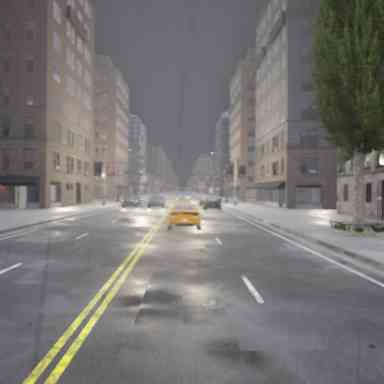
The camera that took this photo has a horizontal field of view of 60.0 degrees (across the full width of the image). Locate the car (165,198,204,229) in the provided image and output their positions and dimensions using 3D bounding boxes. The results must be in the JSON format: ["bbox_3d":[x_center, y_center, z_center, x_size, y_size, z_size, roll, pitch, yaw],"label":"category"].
[{"bbox_3d":[-0.481,1.394,20.880,1.882,1.535,5.008,0,0,-1],"label":"car"}]

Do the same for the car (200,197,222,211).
[{"bbox_3d":[2.309,1.347,38.832,1.882,1.535,5.008,0,0,-1],"label":"car"}]

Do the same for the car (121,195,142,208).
[{"bbox_3d":[-7.713,1.122,42.799,2.097,1.767,4.553,0,0,-1],"label":"car"}]

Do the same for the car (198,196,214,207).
[{"bbox_3d":[1.956,1.374,48.644,2.033,1.411,5.357,0,0,-1],"label":"car"}]

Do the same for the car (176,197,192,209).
[{"bbox_3d":[-1.068,1.422,43.666,1.895,1.301,4.718,0,0,-1],"label":"car"}]

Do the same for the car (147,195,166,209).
[{"bbox_3d":[-4.447,1.152,41.911,2.097,1.767,4.553,0,0,-1],"label":"car"}]
